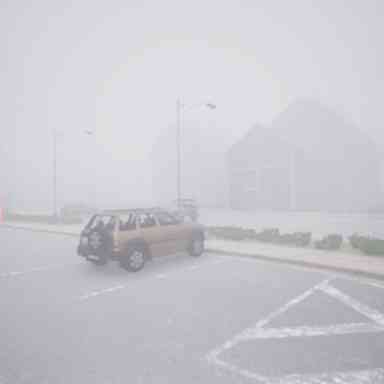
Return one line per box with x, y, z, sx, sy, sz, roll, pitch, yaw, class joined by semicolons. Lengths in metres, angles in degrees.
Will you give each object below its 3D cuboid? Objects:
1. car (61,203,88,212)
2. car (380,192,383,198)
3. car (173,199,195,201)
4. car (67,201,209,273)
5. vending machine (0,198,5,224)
-11.948;1.896;35.886;1.816;1.474;4.193;-1;0;39;car
42.923;1.042;73.138;3.866;1.878;1.905;1;-6;-4;car
-1.093;1.511;27.876;1.905;1.878;3.866;-1;0;39;car
-1.468;1.403;11.162;1.932;1.855;4.605;-1;0;39;car
-16.500;1.593;27.986;0.880;2.100;1.100;-1;0;39;vending machine
